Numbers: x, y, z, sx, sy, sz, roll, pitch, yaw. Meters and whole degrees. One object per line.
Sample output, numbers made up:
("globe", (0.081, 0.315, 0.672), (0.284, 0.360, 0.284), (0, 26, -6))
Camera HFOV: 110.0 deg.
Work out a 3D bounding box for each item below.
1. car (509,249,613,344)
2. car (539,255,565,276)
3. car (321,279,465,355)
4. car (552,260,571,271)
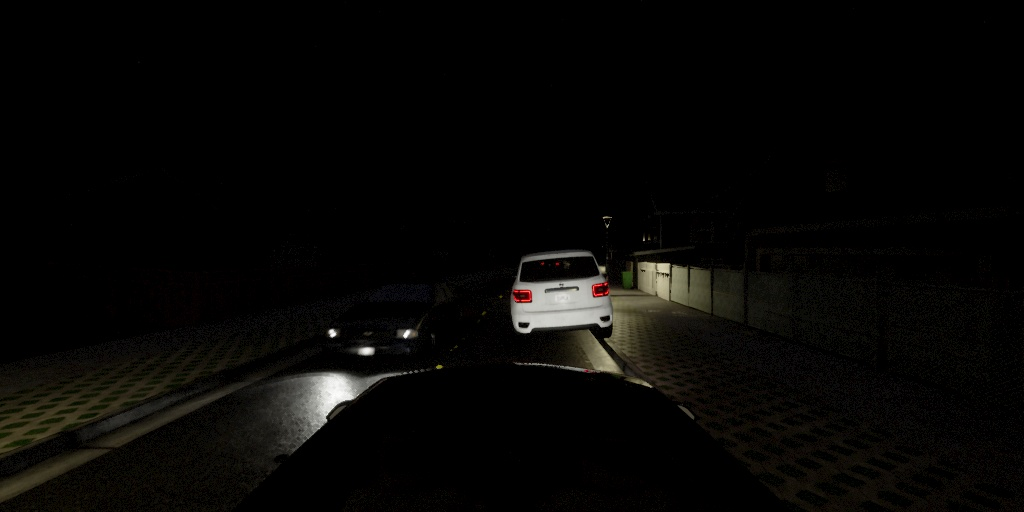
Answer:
("car", (1.137, 0.898, 9.638), (2.150, 2.045, 5.566), (-5, 0, 3))
("car", (4.363, 0.973, 38.549), (2.150, 2.045, 5.566), (0, 0, 13))
("car", (-2.445, 1.294, 8.978), (2.033, 1.411, 5.357), (0, 0, 3))
("car", (6.857, 1.284, 48.942), (1.812, 1.442, 4.674), (0, 0, 17))
